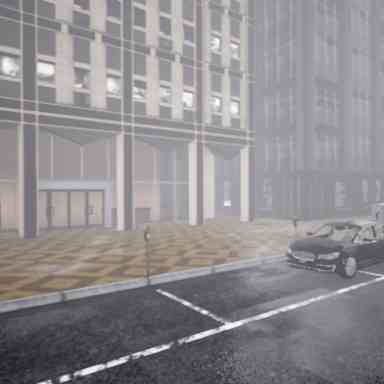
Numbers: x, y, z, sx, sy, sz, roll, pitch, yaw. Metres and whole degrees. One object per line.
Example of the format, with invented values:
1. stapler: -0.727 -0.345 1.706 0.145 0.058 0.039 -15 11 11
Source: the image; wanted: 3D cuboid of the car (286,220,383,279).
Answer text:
1. car: 4.644 1.540 9.877 4.403 1.369 2.008 0 0 -35
